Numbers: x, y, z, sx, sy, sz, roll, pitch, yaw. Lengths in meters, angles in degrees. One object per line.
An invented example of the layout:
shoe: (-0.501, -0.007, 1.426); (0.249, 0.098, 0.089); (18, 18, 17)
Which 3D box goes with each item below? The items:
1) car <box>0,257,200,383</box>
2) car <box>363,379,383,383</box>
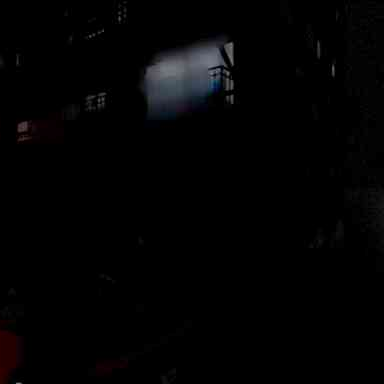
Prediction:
car: (-2.023, 1.536, 4.315); (4.507, 1.381, 1.887); (0, 0, 35)
car: (2.569, 1.569, 1.047); (4.313, 1.339, 1.947); (0, 0, 35)
